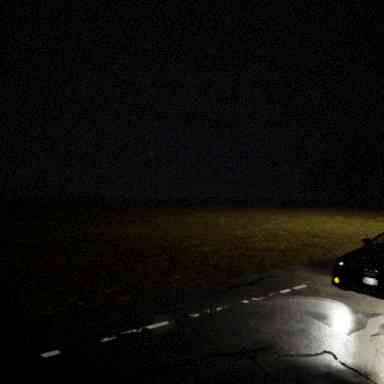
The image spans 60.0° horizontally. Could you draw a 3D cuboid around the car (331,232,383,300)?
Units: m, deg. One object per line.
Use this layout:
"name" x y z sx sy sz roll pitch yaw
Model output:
"car" 5.107 1.570 7.691 4.181 1.385 1.994 0 0 -36
